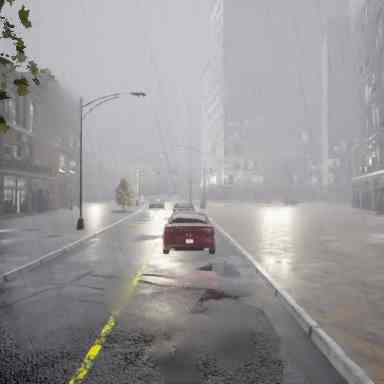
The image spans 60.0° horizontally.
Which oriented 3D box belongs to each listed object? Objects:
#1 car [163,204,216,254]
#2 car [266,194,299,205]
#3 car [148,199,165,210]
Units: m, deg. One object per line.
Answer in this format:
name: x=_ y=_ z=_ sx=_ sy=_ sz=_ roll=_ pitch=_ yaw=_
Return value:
car: x=-0.143 y=1.480 z=13.516 sx=1.882 sy=1.535 sz=5.008 roll=0 pitch=0 yaw=-1
car: x=13.965 y=1.201 z=51.548 sx=5.009 sy=1.841 sz=2.192 roll=0 pitch=-1 yaw=15
car: x=-4.501 y=1.566 z=42.795 sx=1.994 sy=1.385 sz=4.181 roll=0 pitch=0 yaw=-4
